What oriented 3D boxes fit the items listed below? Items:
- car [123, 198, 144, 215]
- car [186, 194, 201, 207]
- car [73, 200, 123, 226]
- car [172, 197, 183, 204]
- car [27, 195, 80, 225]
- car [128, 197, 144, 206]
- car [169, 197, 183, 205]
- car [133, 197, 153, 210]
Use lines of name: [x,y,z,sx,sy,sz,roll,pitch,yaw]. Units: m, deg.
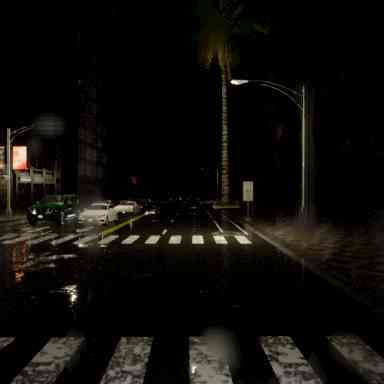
car: [-6.461,1.611,33.616,1.895,1.301,4.718,0,0,0]
car: [0.223,1.259,53.399,2.150,2.045,5.566,0,0,0]
car: [-6.501,1.531,23.589,1.812,1.442,4.674,0,0,0]
car: [-2.878,1.633,67.651,1.994,1.385,4.181,0,0,0]
car: [-9.750,1.228,24.144,2.150,2.045,5.566,0,0,0]
car: [-9.522,1.570,56.932,1.812,1.442,4.674,0,0,1]
car: [-2.920,1.610,57.693,1.994,1.385,4.181,0,0,1]
car: [-6.404,1.570,44.617,2.033,1.411,5.357,0,0,0]
